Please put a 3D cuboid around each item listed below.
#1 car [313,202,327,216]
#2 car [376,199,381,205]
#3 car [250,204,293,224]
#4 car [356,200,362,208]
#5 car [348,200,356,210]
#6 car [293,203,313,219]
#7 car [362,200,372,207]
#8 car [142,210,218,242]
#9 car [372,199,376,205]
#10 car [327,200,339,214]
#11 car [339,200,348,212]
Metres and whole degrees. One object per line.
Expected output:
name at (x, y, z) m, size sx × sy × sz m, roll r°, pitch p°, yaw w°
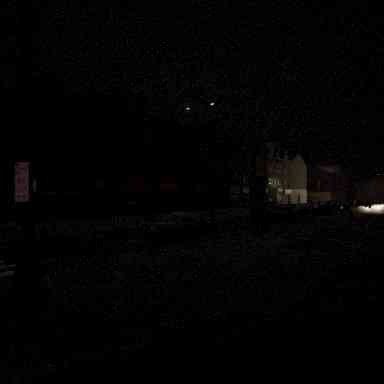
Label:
car at (12.488, 1.819, 35.124) m, size 1.802 × 1.307 × 4.206 m, roll -1°, pitch -1°, yaw 35°
car at (44.988, 2.458, 81.039) m, size 2.008 × 1.369 × 4.403 m, roll -2°, pitch -2°, yaw 35°
car at (5.987, 1.713, 25.941) m, size 1.947 × 1.339 × 4.313 m, roll -1°, pitch -1°, yaw 35°
car at (25.488, 2.011, 53.491) m, size 2.008 × 1.369 × 4.403 m, roll -1°, pitch -1°, yaw 35°
car at (22.238, 1.950, 48.900) m, size 2.008 × 1.369 × 4.403 m, roll -1°, pitch -1°, yaw 35°
car at (9.237, 1.741, 30.533) m, size 2.008 × 1.369 × 4.403 m, roll -1°, pitch -1°, yaw 35°
car at (31.989, 2.144, 62.675) m, size 2.008 × 1.369 × 4.403 m, roll -1°, pitch -1°, yaw 35°
car at (-0.415, 1.597, 16.896) m, size 1.752 × 1.417 × 4.829 m, roll -1°, pitch -1°, yaw 35°
car at (35.238, 2.209, 67.266) m, size 1.887 × 1.381 × 4.507 m, roll -1°, pitch -2°, yaw 35°
car at (15.737, 1.832, 39.716) m, size 1.887 × 1.381 × 4.507 m, roll -1°, pitch -1°, yaw 35°
car at (18.987, 1.782, 44.310) m, size 1.967 × 1.590 × 4.097 m, roll -1°, pitch -1°, yaw 35°
